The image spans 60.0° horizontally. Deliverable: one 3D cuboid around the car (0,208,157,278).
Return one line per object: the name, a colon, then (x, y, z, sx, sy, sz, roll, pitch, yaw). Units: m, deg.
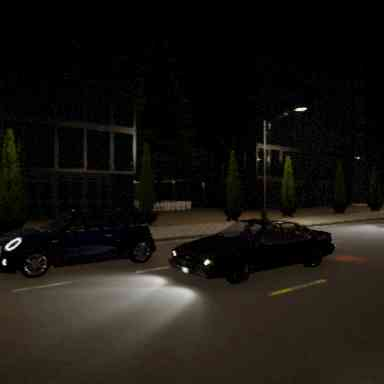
car: (-3.437, 1.322, 10.135, 4.553, 1.767, 2.097, 0, 0, -35)

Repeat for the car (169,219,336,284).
car: (2.004, 1.525, 9.706, 5.357, 1.411, 2.033, 0, 0, -35)
